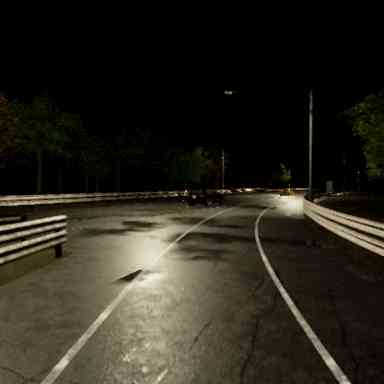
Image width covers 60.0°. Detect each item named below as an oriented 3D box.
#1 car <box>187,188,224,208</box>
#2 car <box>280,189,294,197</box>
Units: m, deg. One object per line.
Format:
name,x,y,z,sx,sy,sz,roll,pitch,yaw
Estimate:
car,1.535,0.583,36.171,2.150,2.045,5.566,1,2,29
car,19.621,0.112,68.571,1.882,1.535,5.008,1,1,29
